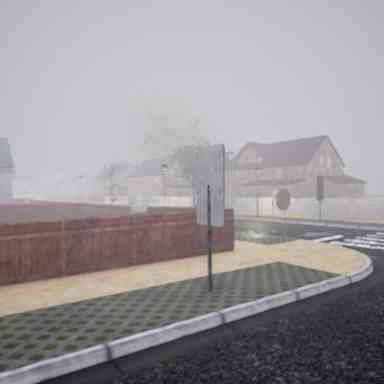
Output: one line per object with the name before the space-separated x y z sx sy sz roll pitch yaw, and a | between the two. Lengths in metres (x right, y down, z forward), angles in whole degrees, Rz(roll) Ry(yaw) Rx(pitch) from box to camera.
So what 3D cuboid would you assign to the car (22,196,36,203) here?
car | -38.997 1.840 80.253 1.994 1.385 4.181 -1 1 -37
